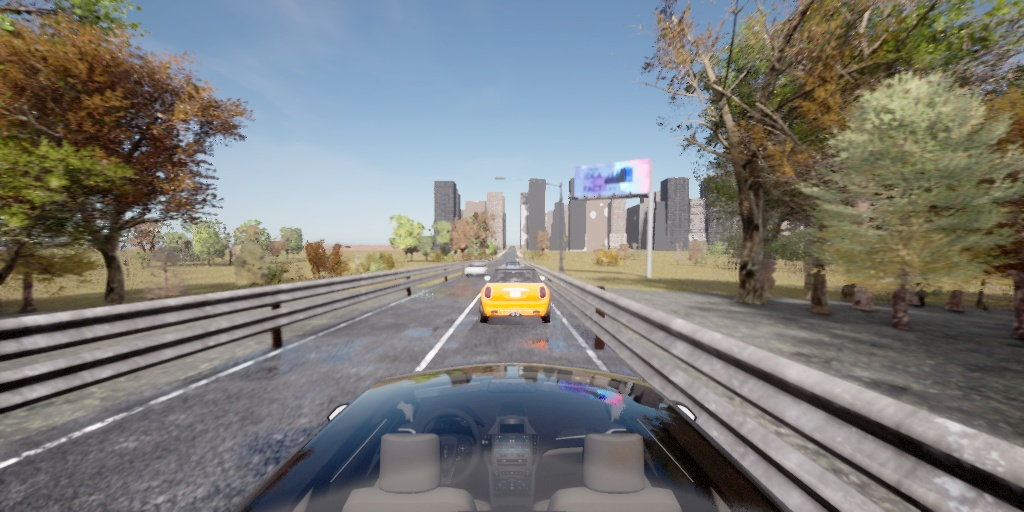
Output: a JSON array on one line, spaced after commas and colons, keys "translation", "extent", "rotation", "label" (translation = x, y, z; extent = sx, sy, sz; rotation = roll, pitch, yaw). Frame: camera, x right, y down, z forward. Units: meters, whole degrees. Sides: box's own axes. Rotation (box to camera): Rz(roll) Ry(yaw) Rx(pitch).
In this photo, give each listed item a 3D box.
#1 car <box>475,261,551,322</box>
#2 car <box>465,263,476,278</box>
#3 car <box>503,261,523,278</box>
[{"translation": [0.097, 1.096, 12.319], "extent": [2.097, 1.767, 4.553], "rotation": [0, 0, 0], "label": "car"}, {"translation": [-3.323, 1.331, 34.204], "extent": [1.895, 1.301, 4.718], "rotation": [0, 0, 0], "label": "car"}, {"translation": [0.087, 1.235, 34.119], "extent": [1.837, 1.490, 4.892], "rotation": [0, 0, 0], "label": "car"}]
